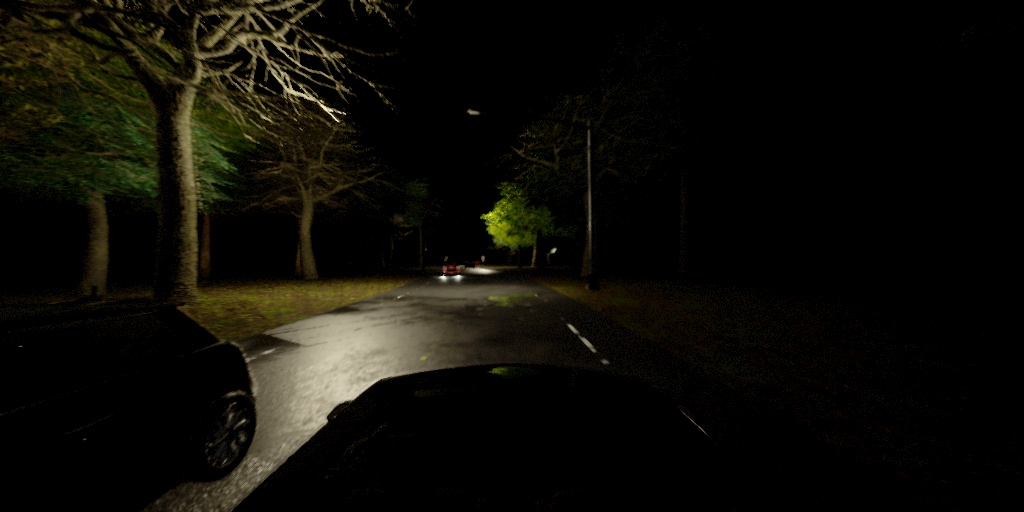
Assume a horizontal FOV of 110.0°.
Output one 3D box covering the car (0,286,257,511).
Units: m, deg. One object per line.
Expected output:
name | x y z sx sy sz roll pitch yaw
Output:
car | -3.654 1.143 1.720 2.097 1.767 4.553 -1 0 0

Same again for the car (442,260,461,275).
car | -7.143 1.330 42.357 2.097 1.767 4.553 -1 0 -10
